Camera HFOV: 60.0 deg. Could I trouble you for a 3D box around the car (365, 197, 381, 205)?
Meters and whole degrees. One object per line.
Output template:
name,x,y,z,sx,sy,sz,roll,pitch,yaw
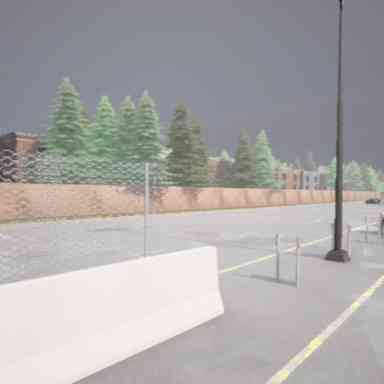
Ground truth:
car,34.191,1.678,62.850,1.895,1.301,4.718,1,0,40
